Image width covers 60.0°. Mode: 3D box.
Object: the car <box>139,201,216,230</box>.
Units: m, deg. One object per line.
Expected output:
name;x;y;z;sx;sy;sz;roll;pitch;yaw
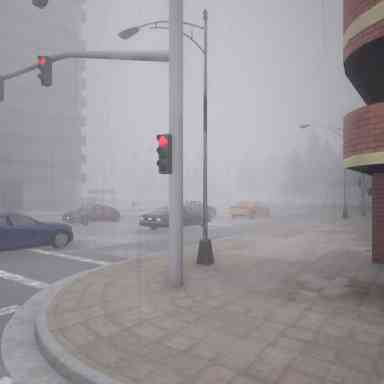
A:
car;-0.883;1.548;20.610;2.033;1.411;5.357;0;0;36

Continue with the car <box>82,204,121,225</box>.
car;-7.213;1.564;24.111;1.994;1.385;4.181;0;0;36

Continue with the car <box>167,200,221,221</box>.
car;0.253;1.491;28.178;2.128;1.511;4.902;0;0;36

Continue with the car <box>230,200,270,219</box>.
car;5.130;1.478;28.961;1.882;1.535;5.008;0;0;36

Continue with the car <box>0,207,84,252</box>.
car;-6.837;1.478;12.343;1.882;1.535;5.008;0;0;36
